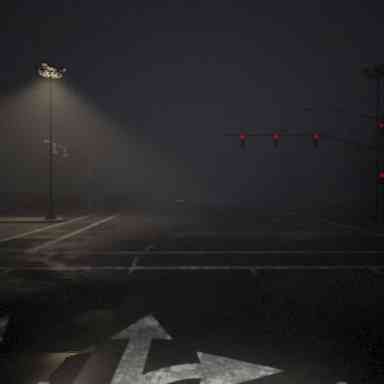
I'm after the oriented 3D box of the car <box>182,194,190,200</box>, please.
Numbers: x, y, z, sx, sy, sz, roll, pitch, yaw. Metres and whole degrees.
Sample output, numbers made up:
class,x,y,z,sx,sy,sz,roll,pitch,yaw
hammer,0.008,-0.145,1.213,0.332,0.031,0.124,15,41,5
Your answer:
class,x,y,z,sx,sy,sz,roll,pitch,yaw
car,-1.561,1.417,93.076,2.128,1.511,4.902,0,0,0

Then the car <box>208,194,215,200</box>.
class,x,y,z,sx,sy,sz,roll,pitch,yaw
car,5.439,1.416,93.039,1.812,1.442,4.674,0,0,0

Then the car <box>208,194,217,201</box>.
class,x,y,z,sx,sy,sz,roll,pitch,yaw
car,5.393,1.644,84.315,1.895,1.301,4.718,0,0,0

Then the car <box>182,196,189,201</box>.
class,x,y,z,sx,sy,sz,roll,pitch,yaw
car,-1.610,1.643,83.936,1.895,1.301,4.718,0,0,0

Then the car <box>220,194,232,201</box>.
class,x,y,z,sx,sy,sz,roll,pitch,yaw
car,8.888,1.587,83.433,2.033,1.411,5.357,0,0,0

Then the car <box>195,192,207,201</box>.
class,x,y,z,sx,sy,sz,roll,pitch,yaw
car,1.888,1.272,83.501,2.150,2.045,5.566,0,0,0

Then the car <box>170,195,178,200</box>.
class,x,y,z,sx,sy,sz,roll,pitch,yaw
car,-5.061,1.445,93.095,1.994,1.385,4.181,0,0,0

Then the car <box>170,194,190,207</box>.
class,x,y,z,sx,sy,sz,roll,pitch,yaw
car,-1.780,1.525,52.044,2.128,1.511,4.902,0,0,0

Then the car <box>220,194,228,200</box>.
class,x,y,z,sx,sy,sz,roll,pitch,yaw
car,8.939,1.416,93.020,1.812,1.442,4.674,0,0,0

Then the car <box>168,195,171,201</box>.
class,x,y,z,sx,sy,sz,roll,pitch,yaw
car,-5.107,1.549,84.341,1.837,1.490,4.892,0,0,0
